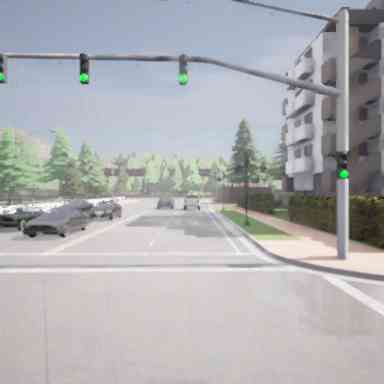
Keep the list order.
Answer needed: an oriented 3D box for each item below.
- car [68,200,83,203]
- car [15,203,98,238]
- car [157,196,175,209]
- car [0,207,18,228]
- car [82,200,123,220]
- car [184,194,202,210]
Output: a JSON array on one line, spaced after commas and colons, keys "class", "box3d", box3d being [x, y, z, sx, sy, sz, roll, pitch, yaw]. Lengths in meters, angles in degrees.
[{"class": "car", "box3d": [-10.576, 1.486, 30.788, 1.882, 1.535, 5.008, 0, 0, 0]}, {"class": "car", "box3d": [-7.090, 1.552, 18.165, 2.033, 1.411, 5.357, 0, 0, 0]}, {"class": "car", "box3d": [-3.486, 1.363, 45.041, 2.097, 1.767, 4.553, 0, 0, 1]}, {"class": "car", "box3d": [-10.581, 1.606, 20.748, 1.895, 1.301, 4.718, 0, 0, 0]}, {"class": "car", "box3d": [-7.088, 1.499, 27.815, 2.128, 1.511, 4.902, 0, 0, 0]}, {"class": "car", "box3d": [0.082, 1.238, 44.031, 2.150, 2.045, 5.566, 0, 0, 2]}]
